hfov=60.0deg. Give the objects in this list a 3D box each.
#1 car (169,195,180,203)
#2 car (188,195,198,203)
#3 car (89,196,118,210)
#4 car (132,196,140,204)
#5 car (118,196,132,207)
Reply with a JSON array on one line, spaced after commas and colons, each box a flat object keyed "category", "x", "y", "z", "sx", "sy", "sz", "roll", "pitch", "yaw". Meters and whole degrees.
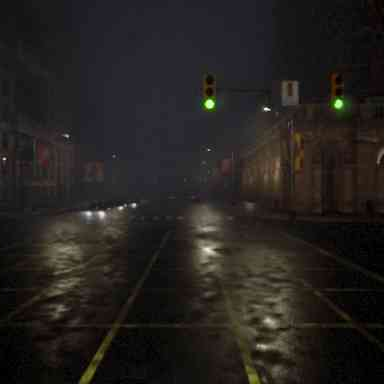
[{"category": "car", "x": -3.337, "y": 1.239, "z": 63.378, "sx": 2.128, "sy": 1.511, "sz": 4.902, "roll": 0, "pitch": 0, "yaw": 1}, {"category": "car", "x": 0.162, "y": 1.239, "z": 63.344, "sx": 2.128, "sy": 1.511, "sz": 4.902, "roll": 0, "pitch": 0, "yaw": 1}, {"category": "car", "x": -10.601, "y": 1.444, "z": 39.388, "sx": 1.895, "sy": 1.301, "sz": 4.718, "roll": 0, "pitch": 0, "yaw": 0}, {"category": "car", "x": -10.385, "y": 1.366, "z": 58.754, "sx": 1.895, "sy": 1.301, "sz": 4.718, "roll": 0, "pitch": 0, "yaw": 1}, {"category": "car", "x": -10.540, "y": 1.284, "z": 48.472, "sx": 1.882, "sy": 1.535, "sz": 5.008, "roll": 0, "pitch": 0, "yaw": 1}]
